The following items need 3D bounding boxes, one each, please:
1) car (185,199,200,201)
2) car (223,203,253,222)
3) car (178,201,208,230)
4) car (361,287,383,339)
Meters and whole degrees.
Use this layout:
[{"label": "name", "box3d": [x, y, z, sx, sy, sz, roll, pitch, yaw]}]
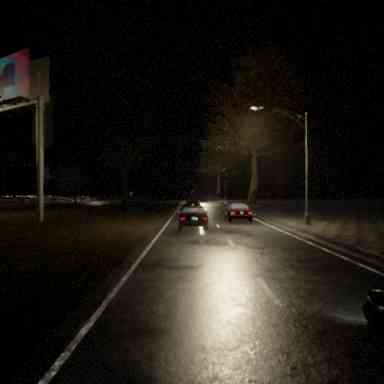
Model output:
[{"label": "car", "box3d": [0.072, 1.508, 41.692, 1.994, 1.385, 4.181, 0, 0, 0]}, {"label": "car", "box3d": [3.585, 1.554, 26.518, 2.033, 1.411, 5.357, 0, 0, 0]}, {"label": "car", "box3d": [0.084, 1.564, 21.427, 2.033, 1.411, 5.357, 0, 0, 0]}, {"label": "car", "box3d": [3.597, 1.553, 2.780, 2.033, 1.411, 5.357, 0, 0, 0]}]
